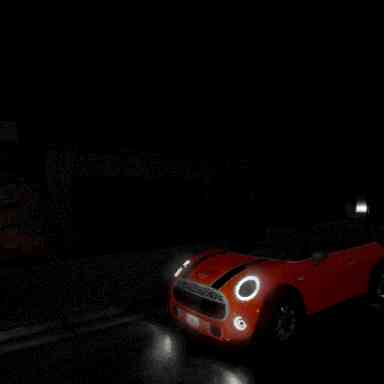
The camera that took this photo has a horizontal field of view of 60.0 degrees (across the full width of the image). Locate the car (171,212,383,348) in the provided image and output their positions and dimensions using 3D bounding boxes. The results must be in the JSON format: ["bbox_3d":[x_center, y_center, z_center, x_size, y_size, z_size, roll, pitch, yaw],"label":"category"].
[{"bbox_3d":[1.814,1.335,6.376,4.553,1.767,2.097,0,0,-36],"label":"car"}]
